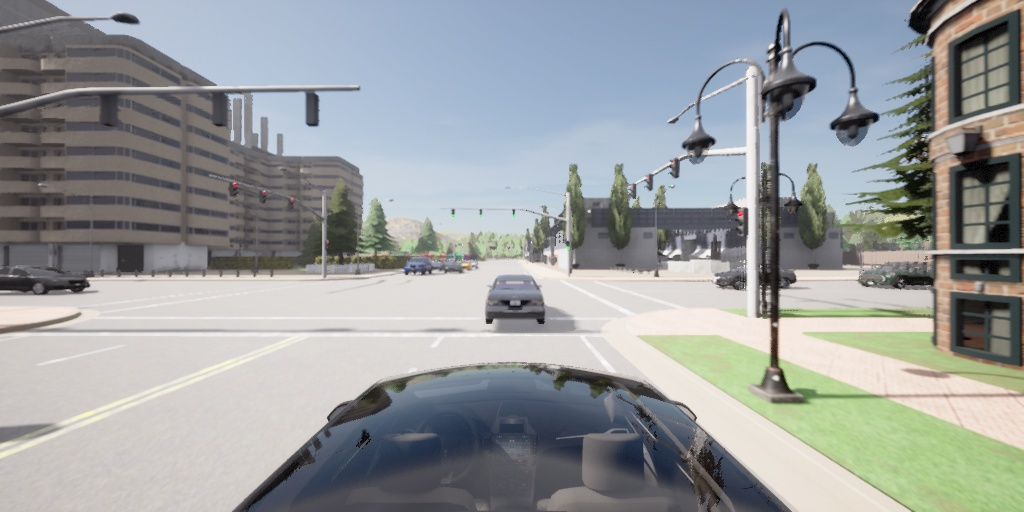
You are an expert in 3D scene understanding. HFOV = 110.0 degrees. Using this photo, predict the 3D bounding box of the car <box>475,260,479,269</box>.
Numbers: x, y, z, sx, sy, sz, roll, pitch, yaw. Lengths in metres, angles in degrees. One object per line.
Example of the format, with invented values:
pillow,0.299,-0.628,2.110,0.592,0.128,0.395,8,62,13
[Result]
car,-7.044,1.474,63.545,1.812,1.442,4.674,0,0,0

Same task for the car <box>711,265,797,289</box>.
car,15.444,1.310,22.998,4.902,1.511,2.128,0,0,-1

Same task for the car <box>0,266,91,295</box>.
car,-26.169,1.312,19.605,4.892,1.490,1.837,0,0,0

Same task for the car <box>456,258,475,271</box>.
car,-7.099,1.394,53.566,1.882,1.535,5.008,0,0,0

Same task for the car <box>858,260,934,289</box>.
car,25.425,1.172,23.513,4.553,1.767,2.097,0,0,-8

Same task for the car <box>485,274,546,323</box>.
car,0.090,1.332,12.281,2.033,1.411,5.357,0,0,0

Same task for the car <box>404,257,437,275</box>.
car,-10.608,1.098,41.081,2.150,2.045,5.566,0,0,0

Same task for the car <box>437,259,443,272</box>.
car,-10.612,1.457,51.394,2.033,1.411,5.357,0,0,0

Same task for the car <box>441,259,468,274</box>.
car,-7.101,1.451,44.476,1.994,1.385,4.181,0,0,0
